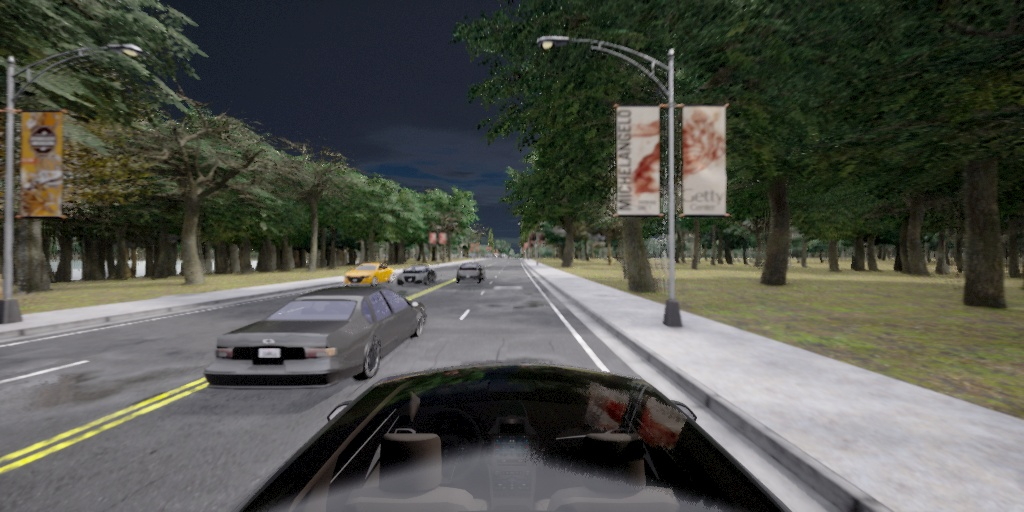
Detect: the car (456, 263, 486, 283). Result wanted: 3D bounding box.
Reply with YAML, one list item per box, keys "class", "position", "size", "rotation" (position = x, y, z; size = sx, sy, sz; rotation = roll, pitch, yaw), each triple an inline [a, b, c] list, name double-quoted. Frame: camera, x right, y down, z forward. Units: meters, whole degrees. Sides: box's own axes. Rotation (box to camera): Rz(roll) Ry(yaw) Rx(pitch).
- class: "car"
  position: [-3.089, 1.240, 27.637]
  size: [2.128, 1.511, 4.902]
  rotation: [0, 0, 0]

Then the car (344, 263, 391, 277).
- class: "car"
  position: [-9.769, 1.233, 24.832]
  size: [1.882, 1.535, 5.008]
  rotation: [0, 0, 1]

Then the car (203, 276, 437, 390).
- class: "car"
  position: [-3.148, 1.308, 7.165]
  size: [2.033, 1.411, 5.357]
  rotation: [0, 0, 0]

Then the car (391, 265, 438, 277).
- class: "car"
  position: [-6.519, 1.319, 24.951]
  size: [1.994, 1.385, 4.181]
  rotation: [0, 0, 1]
